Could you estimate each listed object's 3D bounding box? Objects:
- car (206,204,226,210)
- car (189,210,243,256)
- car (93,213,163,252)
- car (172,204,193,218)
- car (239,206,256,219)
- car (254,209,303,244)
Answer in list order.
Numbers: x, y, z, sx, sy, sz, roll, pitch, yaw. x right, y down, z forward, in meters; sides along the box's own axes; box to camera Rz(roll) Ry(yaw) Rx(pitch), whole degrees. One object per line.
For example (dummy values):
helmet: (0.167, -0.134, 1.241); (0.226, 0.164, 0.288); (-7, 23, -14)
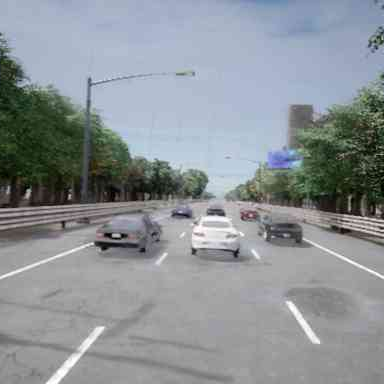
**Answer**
car: (2.491, 2.051, 34.657); (1.837, 1.490, 4.892); (2, -1, 4)
car: (0.996, 1.738, 14.131); (1.812, 1.442, 4.674); (2, -1, 4)
car: (-2.506, 1.622, 14.284); (2.033, 1.411, 5.357); (2, -1, 4)
car: (-0.976, 1.980, 35.251); (1.994, 1.385, 4.181); (2, -1, 4)
car: (6.043, 2.223, 35.307); (1.812, 1.442, 4.674); (2, -1, 4)
car: (4.835, 1.924, 18.691); (1.837, 1.490, 4.892); (2, -1, 4)
